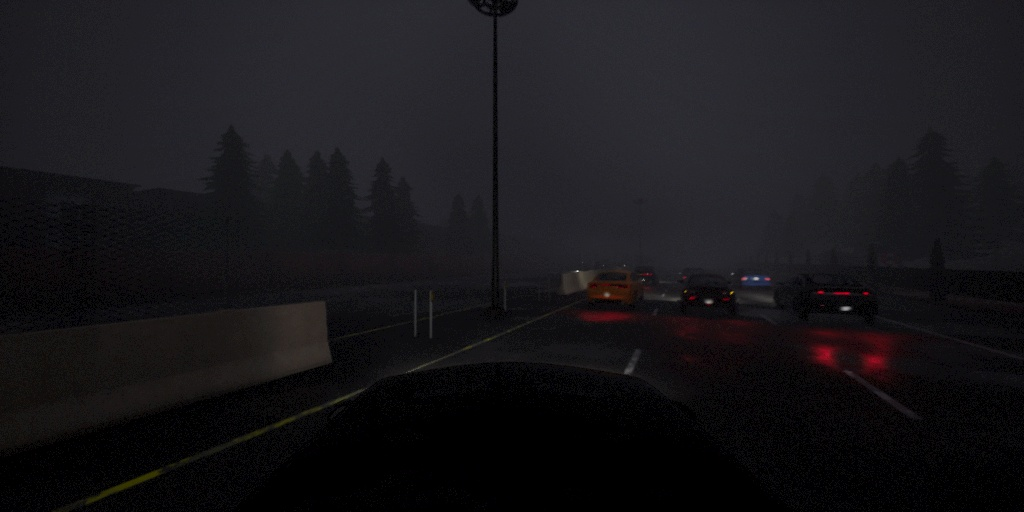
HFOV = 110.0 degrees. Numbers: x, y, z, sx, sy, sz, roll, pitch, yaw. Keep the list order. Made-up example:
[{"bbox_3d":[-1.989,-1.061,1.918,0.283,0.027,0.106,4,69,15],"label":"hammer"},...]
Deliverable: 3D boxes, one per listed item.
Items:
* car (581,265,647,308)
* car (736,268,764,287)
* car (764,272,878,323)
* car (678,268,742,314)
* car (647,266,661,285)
[{"bbox_3d":[4.793,1.381,16.315,1.882,1.535,5.008,0,0,26],"label":"car"},{"bbox_3d":[16.751,1.536,25.281,2.033,1.411,5.357,0,-1,26],"label":"car"},{"bbox_3d":[10.827,1.351,12.711,2.128,1.511,4.902,0,-1,25],"label":"car"},{"bbox_3d":[7.817,1.407,14.529,1.812,1.442,4.674,0,0,25],"label":"car"},{"bbox_3d":[10.863,1.545,29.179,1.837,1.490,4.892,0,0,26],"label":"car"}]
